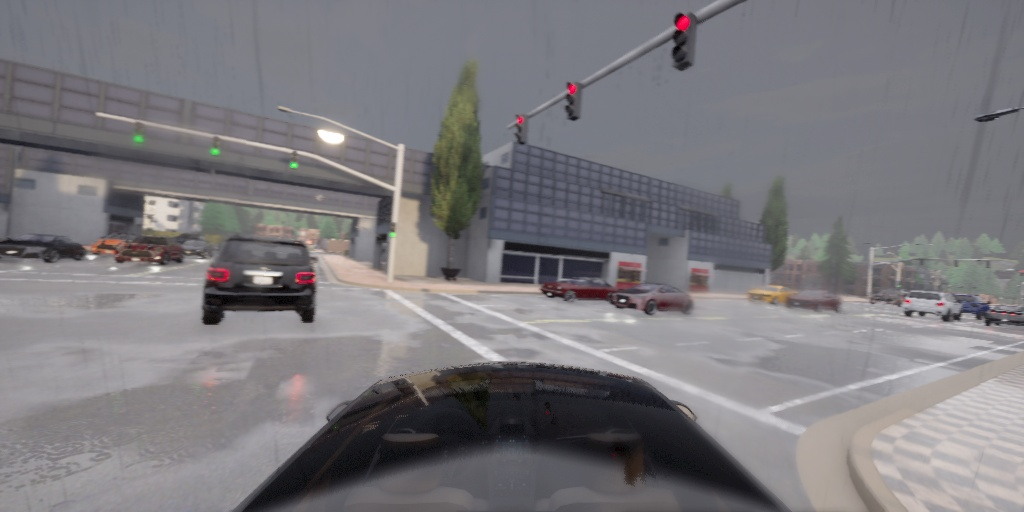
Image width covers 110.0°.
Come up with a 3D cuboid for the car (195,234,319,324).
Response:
[{"bbox_3d":[-6.646,0.514,9.822,2.150,2.045,5.566,5,-1,-32],"label":"car"}]

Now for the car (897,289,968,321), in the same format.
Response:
[{"bbox_3d":[32.028,3.737,27.272,5.566,2.045,2.150,5,-1,-29],"label":"car"}]

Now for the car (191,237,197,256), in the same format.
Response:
[{"bbox_3d":[-26.507,-0.595,30.225,1.837,1.490,4.892,5,-1,-29],"label":"car"}]

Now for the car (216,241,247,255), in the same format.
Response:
[{"bbox_3d":[-33.762,-1.011,43.341,2.033,1.411,5.357,5,-1,-29],"label":"car"}]

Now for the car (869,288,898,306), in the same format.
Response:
[{"bbox_3d":[35.051,3.776,33.043,4.553,1.767,2.097,5,-1,-29],"label":"car"}]

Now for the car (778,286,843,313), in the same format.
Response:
[{"bbox_3d":[21.550,3.148,25.551,5.008,1.535,1.882,5,-1,-29],"label":"car"}]

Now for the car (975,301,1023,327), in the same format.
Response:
[{"bbox_3d":[34.145,4.152,24.461,4.902,1.511,2.128,5,-1,-29],"label":"car"}]

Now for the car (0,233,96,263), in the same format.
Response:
[{"bbox_3d":[-23.785,-0.428,18.126,1.994,1.385,4.181,5,-1,-29],"label":"car"}]

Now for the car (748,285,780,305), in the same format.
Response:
[{"bbox_3d":[21.521,3.181,29.547,5.008,1.535,1.882,5,-1,-29],"label":"car"}]

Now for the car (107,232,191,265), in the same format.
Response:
[{"bbox_3d":[-21.809,-0.451,21.794,2.097,1.767,4.553,5,-1,-29],"label":"car"}]

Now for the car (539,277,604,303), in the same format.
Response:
[{"bbox_3d":[3.862,1.815,19.596,4.718,1.301,1.895,5,-1,-29],"label":"car"}]

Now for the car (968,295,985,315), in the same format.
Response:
[{"bbox_3d":[41.315,4.523,32.567,5.566,2.045,2.150,5,0,-29],"label":"car"}]

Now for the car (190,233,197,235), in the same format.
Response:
[{"bbox_3d":[-35.939,-1.537,40.121,2.150,2.045,5.566,5,-1,-29],"label":"car"}]

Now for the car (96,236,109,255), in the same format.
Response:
[{"bbox_3d":[-28.268,-0.924,26.224,2.097,1.767,4.553,5,-1,-29],"label":"car"}]

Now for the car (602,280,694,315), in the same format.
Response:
[{"bbox_3d":[6.751,1.986,17.210,4.181,1.385,1.994,5,-1,-29],"label":"car"}]
